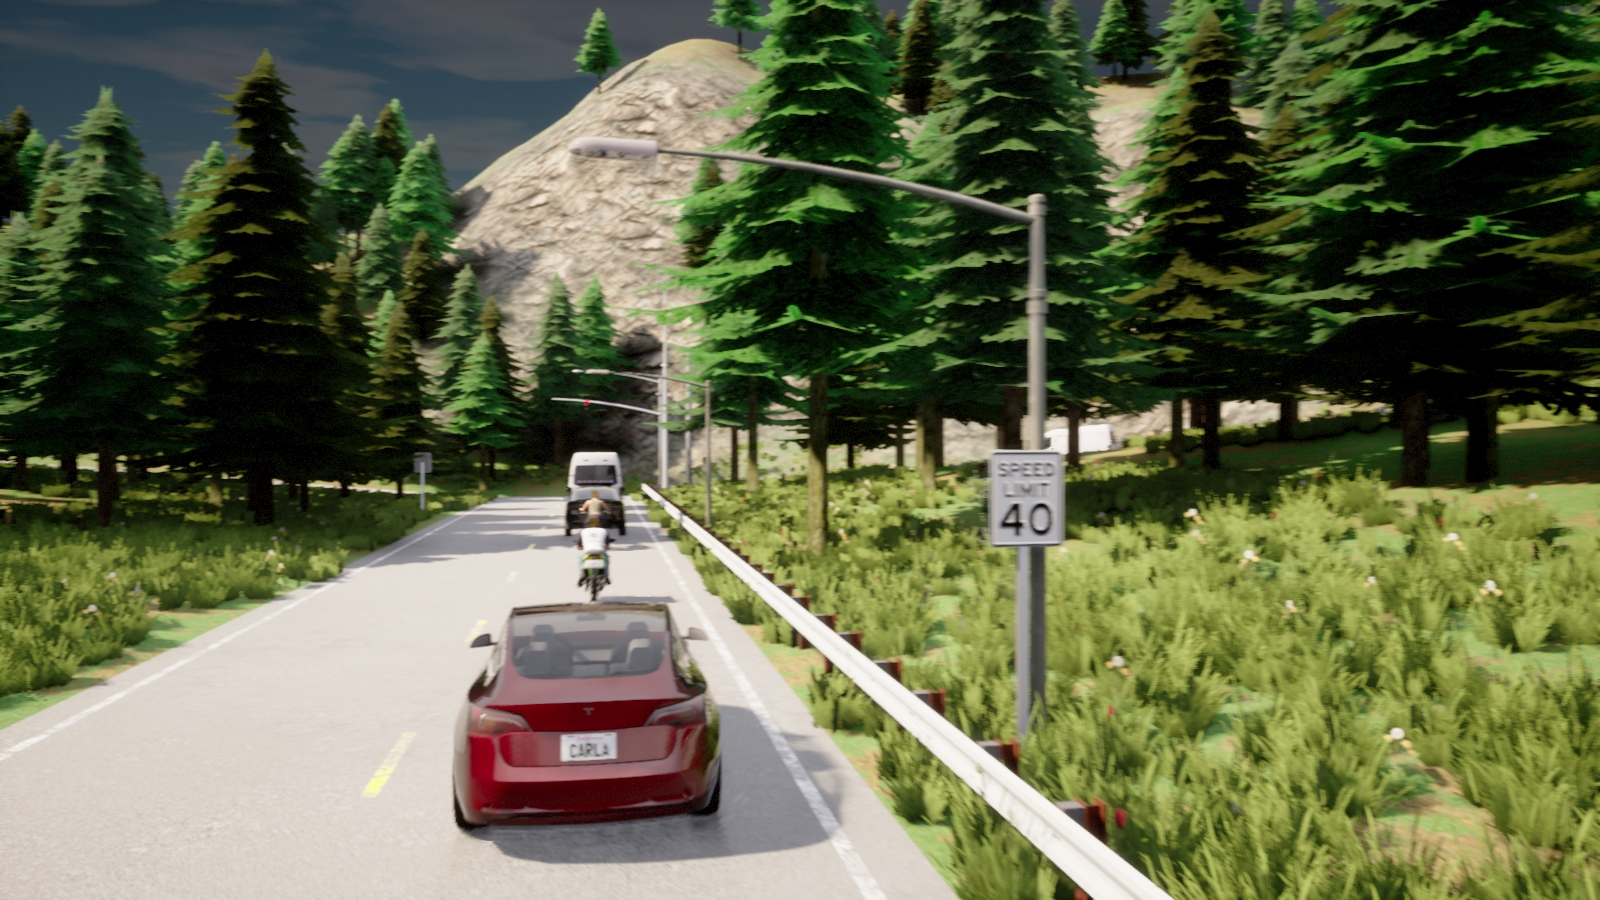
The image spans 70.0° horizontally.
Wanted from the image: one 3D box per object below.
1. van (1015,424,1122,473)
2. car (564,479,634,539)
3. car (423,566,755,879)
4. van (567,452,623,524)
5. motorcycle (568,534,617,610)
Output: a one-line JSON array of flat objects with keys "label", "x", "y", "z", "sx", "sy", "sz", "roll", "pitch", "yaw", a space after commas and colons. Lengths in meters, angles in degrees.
[{"label": "van", "x": 16.475, "y": -0.073, "z": 70.134, "sx": 5.915, "sy": 2.561, "sz": 1.988, "roll": -5, "pitch": -2, "yaw": 28}, {"label": "car", "x": -6.514, "y": 1.842, "z": 37.027, "sx": 2.097, "sy": 1.638, "sz": 5.238, "roll": 0, "pitch": 0, "yaw": -10}, {"label": "car", "x": -1.788, "y": 2.021, "z": 9.934, "sx": 2.163, "sy": 1.488, "sz": 4.792, "roll": 0, "pitch": 0, "yaw": -10}, {"label": "van", "x": -7.928, "y": 1.369, "z": 44.308, "sx": 1.988, "sy": 2.561, "sz": 5.915, "roll": 0, "pitch": 0, "yaw": -10}, {"label": "motorcycle", "x": -3.685, "y": 2.132, "z": 20.342, "sx": 0.803, "sy": 1.145, "sz": 2.033, "roll": 0, "pitch": -1, "yaw": -10}]
